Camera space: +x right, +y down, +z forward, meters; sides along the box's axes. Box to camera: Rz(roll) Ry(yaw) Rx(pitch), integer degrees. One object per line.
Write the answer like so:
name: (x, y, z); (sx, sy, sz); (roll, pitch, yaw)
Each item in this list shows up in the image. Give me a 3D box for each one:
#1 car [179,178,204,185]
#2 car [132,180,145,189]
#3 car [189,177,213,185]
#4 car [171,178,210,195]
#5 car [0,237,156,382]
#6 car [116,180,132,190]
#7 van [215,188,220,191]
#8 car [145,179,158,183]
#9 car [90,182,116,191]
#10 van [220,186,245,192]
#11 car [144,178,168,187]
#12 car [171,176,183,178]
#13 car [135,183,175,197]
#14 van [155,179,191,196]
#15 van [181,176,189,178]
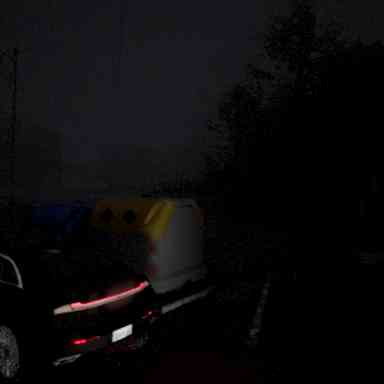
car: (-0.217, -2.351, 73.754); (5.366, 1.575, 1.946); (2, 5, 34)
car: (-12.160, -1.576, 65.066); (4.553, 1.767, 2.185); (2, 5, 33)
car: (1.980, -2.533, 75.604); (5.008, 1.535, 2.097); (2, 5, 33)
car: (-0.580, -0.694, 52.362); (5.566, 2.045, 2.435); (4, 7, 35)
car: (-2.798, 1.515, 5.519); (4.902, 1.511, 2.128); (0, 0, 37)
car: (-14.516, -1.241, 63.326); (4.792, 1.488, 2.163); (2, 5, 33)
van: (1.810, -0.851, 54.119); (4.442, 1.987, 1.878); (4, 7, 35)
car: (-9.843, -1.604, 66.870); (4.792, 1.488, 2.163); (2, 5, 33)
car: (-16.903, -1.051, 61.582); (4.674, 1.452, 2.002); (2, 5, 33)
van: (6.933, -1.197, 57.410); (4.442, 1.987, 1.878); (4, 7, 35)
car: (-7.433, -1.938, 68.580); (4.553, 1.767, 2.185); (2, 5, 33)
car: (-5.094, -1.995, 70.371); (5.008, 1.535, 2.097); (2, 5, 33)
car: (-5.477, -0.087, 48.970); (5.008, 1.535, 2.097); (4, 7, 35)
van: (-2.917, -0.483, 50.583); (4.442, 1.987, 1.878); (4, 7, 35)
van: (-2.833, -2.402, 72.161); (4.442, 1.987, 1.878); (2, 6, 33)
